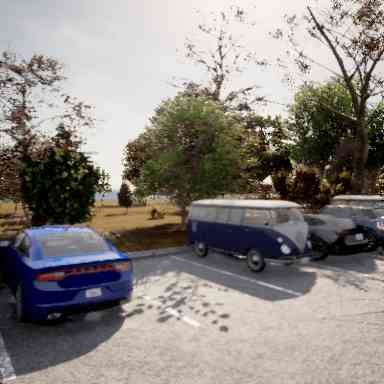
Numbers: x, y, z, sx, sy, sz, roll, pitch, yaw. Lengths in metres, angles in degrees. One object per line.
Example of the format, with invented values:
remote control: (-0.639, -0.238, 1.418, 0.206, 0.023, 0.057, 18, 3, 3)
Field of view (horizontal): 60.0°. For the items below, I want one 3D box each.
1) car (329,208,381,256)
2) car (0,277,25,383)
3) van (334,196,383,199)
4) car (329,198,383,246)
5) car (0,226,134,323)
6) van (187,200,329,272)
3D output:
car: (3.956, 1.481, 12.451, 2.163, 1.488, 4.792, -1, 0, -36)
car: (-3.147, 1.547, 1.426, 4.181, 1.385, 1.994, 1, 0, -35)
van: (8.500, 1.177, 15.797, 1.878, 1.987, 4.442, -1, 0, -35)
car: (6.188, 1.302, 13.965, 2.185, 1.767, 4.553, -1, 0, -35)
car: (-3.031, 1.492, 7.425, 2.097, 1.535, 5.008, 1, -1, -35)
van: (1.740, 1.250, 10.687, 1.878, 1.987, 4.442, -1, 0, -35)
